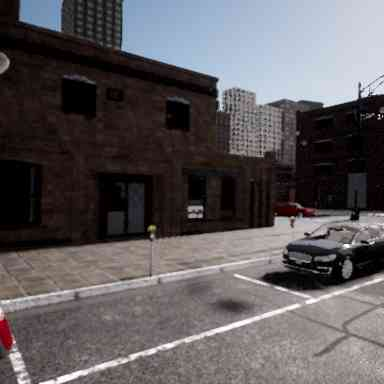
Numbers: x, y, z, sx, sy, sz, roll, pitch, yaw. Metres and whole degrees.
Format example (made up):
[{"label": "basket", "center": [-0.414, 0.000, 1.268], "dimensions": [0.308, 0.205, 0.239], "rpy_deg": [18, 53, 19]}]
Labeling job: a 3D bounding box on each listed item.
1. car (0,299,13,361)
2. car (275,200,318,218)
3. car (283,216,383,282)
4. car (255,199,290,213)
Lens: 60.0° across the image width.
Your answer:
[{"label": "car", "center": [-4.288, 1.440, 3.481], "dimensions": [4.097, 1.590, 1.967], "rpy_deg": [0, 1, -35]}, {"label": "car", "center": [9.022, 1.632, 29.712], "dimensions": [1.887, 1.381, 4.507], "rpy_deg": [1, -1, -35]}, {"label": "car", "center": [4.514, 1.558, 9.763], "dimensions": [4.403, 1.369, 2.008], "rpy_deg": [0, 1, -35]}, {"label": "car", "center": [10.311, 1.782, 42.941], "dimensions": [1.967, 1.590, 4.097], "rpy_deg": [1, -1, -35]}]
